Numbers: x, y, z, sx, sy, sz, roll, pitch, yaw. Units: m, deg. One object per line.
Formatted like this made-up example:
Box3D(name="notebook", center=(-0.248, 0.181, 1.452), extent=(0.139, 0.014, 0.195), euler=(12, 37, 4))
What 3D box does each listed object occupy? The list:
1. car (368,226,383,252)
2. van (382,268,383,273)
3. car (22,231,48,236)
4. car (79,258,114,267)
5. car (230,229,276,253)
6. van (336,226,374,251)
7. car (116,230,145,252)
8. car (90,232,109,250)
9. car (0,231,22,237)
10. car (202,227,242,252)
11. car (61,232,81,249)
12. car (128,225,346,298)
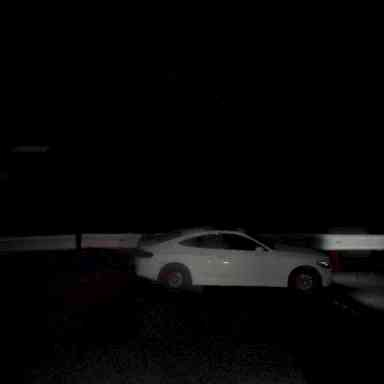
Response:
Box3D(name="car", center=(17.580, 4.384, 31.583), extent=(2.435, 2.045, 5.566), euler=(0, -1, -18))
Box3D(name="van", center=(10.790, 4.523, 14.752), extent=(1.878, 1.987, 4.442), euler=(0, 1, -18))
Box3D(name="car", center=(-15.032, 4.637, 32.807), extent=(1.946, 1.575, 5.366), euler=(0, 0, -18))
Box3D(name="car", center=(-4.343, 4.497, 15.312), extent=(2.435, 2.045, 5.566), euler=(0, 1, -18))
Box3D(name="car", center=(5.742, 4.639, 31.978), extent=(2.231, 1.521, 4.892), euler=(0, 0, -18))
Box3D(name="van", center=(14.568, 4.411, 31.810), extent=(1.878, 1.987, 4.442), euler=(0, 0, -18))
Box3D(name="car", center=(-6.079, 4.668, 32.329), extent=(2.163, 1.488, 4.792), euler=(0, 0, -18))
Box3D(name="car", center=(-9.117, 4.637, 32.619), extent=(1.946, 1.575, 5.366), euler=(0, 0, -18))
Box3D(name="car", center=(-17.932, 4.638, 32.725), extent=(2.097, 1.535, 5.008), euler=(0, -1, -18))
Box3D(name="car", center=(2.770, 4.513, 32.103), extent=(2.185, 1.767, 4.553), euler=(0, -1, -18))
Box3D(name="car", center=(-12.005, 4.638, 32.540), extent=(2.097, 1.535, 5.008), euler=(0, 0, -18))
Box3D(name="car", center=(0.945, 1.564, 8.145), extent=(4.674, 1.442, 1.812), euler=(1, 0, 2))
